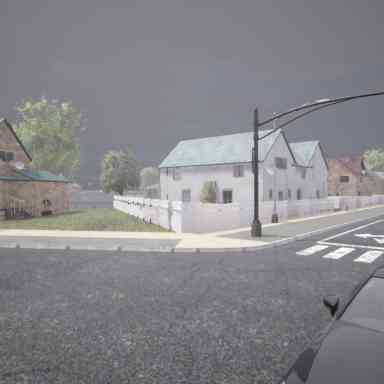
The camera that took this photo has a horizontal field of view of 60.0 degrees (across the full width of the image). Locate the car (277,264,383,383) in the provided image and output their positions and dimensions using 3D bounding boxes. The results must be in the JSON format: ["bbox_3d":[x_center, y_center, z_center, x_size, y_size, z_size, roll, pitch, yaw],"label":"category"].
[{"bbox_3d":[2.542,1.524,3.432,1.812,1.442,4.674,0,0,42],"label":"car"}]
